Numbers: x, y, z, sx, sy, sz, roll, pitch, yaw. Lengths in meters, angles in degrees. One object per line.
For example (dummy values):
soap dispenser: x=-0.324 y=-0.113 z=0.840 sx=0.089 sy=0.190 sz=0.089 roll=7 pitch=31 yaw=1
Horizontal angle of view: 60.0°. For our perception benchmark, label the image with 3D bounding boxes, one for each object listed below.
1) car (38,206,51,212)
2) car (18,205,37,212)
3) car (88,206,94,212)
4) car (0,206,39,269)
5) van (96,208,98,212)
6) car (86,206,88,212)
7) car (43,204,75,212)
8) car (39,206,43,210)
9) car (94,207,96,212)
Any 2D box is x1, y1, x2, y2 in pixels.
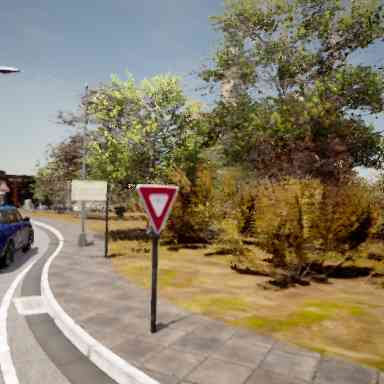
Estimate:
car: x=-36.406 y=4.218 z=82.231 sx=1.812 sy=1.442 sz=4.674 roll=1 pitch=-4 yaw=-9
car: x=-34.351 y=3.481 z=69.462 sx=2.033 sy=1.411 sz=5.357 roll=1 pitch=-4 yaw=-9
car: x=-27.635 y=4.509 z=83.024 sx=4.674 sy=1.452 sz=2.002 roll=1 pitch=-4 yaw=-9
car: x=-7.499 y=1.506 z=12.340 sx=2.150 sy=2.045 sz=5.566 roll=1 pitch=-1 yaw=-15
van: x=-28.829 y=4.741 z=91.202 sx=4.442 sy=1.987 sz=1.878 roll=2 pitch=-4 yaw=-9
car: x=-26.071 y=3.754 z=72.141 sx=5.366 sy=1.575 sz=1.946 roll=1 pitch=-4 yaw=-9
car: x=-24.145 y=3.001 z=61.317 sx=4.892 sy=1.521 sz=2.231 roll=1 pitch=-4 yaw=-9
car: x=-31.142 y=3.565 z=69.972 sx=2.033 sy=1.411 sz=5.357 roll=1 pitch=-4 yaw=-9
car: x=-28.104 y=4.668 z=85.738 sx=4.792 sy=1.488 sz=2.163 roll=1 pitch=-4 yaw=-9
